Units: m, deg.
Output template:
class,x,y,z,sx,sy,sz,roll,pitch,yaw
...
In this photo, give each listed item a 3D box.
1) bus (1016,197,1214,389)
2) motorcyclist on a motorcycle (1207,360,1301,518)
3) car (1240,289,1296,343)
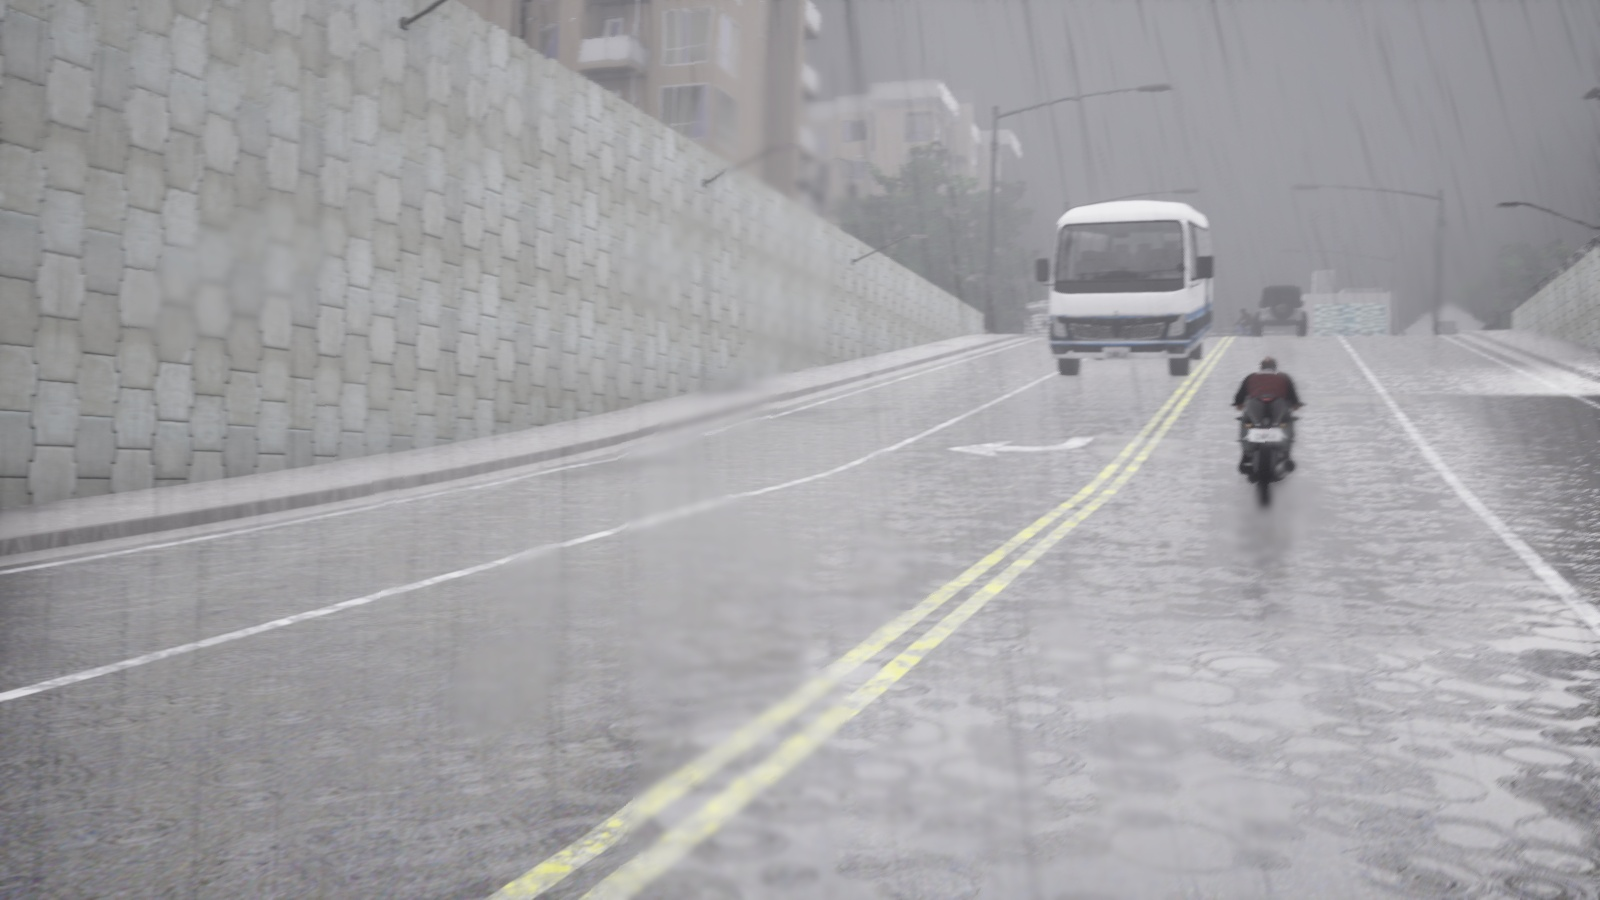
class,x,y,z,sx,sy,sz,roll,pitch,yaw
bus,8.679,-4.220,33.429,3.944,4.253,10.273,2,8,20
motorcyclist on a motorcycle,5.022,-0.190,13.864,0.866,1.530,2.191,2,6,20
car,18.105,-5.144,48.647,1.905,1.878,3.866,2,4,20
